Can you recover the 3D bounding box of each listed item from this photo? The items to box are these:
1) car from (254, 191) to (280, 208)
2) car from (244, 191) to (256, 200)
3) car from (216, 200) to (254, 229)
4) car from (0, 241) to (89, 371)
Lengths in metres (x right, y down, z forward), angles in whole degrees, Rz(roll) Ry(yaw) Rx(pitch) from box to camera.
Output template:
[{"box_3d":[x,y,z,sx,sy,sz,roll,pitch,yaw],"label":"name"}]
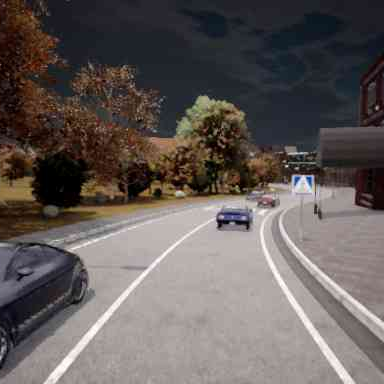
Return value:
[{"box_3d":[8.607,0.907,37.117,1.812,1.442,4.674,2,2,24],"label":"car"},{"box_3d":[8.811,0.564,45.672,1.812,1.442,4.674,3,3,29],"label":"car"},{"box_3d":[2.722,1.384,20.298,1.895,1.301,4.718,1,1,13],"label":"car"},{"box_3d":[-3.228,1.511,5.223,1.994,1.385,4.181,0,1,4],"label":"car"}]
